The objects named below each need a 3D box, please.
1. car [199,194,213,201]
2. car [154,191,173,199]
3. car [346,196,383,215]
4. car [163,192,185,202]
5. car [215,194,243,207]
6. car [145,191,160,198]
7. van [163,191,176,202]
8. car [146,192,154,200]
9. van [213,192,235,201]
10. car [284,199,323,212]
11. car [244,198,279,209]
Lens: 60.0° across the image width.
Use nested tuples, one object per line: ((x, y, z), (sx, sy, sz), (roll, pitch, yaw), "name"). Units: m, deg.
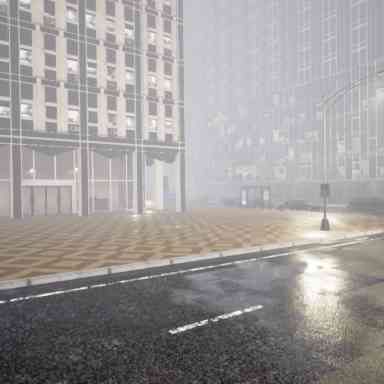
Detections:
((2.958, 1.041, 64.413), (1.802, 1.307, 4.206), (-1, 1, -34), "car")
((-6.699, 0.613, 78.462), (2.192, 1.841, 5.009), (0, 1, -34), "car")
((17.730, 1.220, 32.675), (2.097, 1.767, 4.553), (-1, 1, -34), "car")
((-3.442, 0.887, 63.662), (2.097, 1.767, 4.553), (-1, 1, -34), "car")
((5.662, 1.318, 45.587), (1.947, 1.339, 4.313), (-1, 1, -34), "car")
((-9.918, 0.684, 83.148), (1.967, 1.590, 4.097), (0, 1, -34), "car")
((-3.949, 0.936, 59.666), (1.690, 1.788, 3.998), (0, 1, -34), "van")
((-10.387, 1.038, 69.036), (2.008, 1.369, 4.403), (0, 1, -34), "car")
((6.176, 0.853, 59.725), (1.690, 1.788, 3.998), (-1, 1, -34), "van")
((12.038, 1.422, 36.174), (1.947, 1.339, 4.313), (-1, 1, -34), "car")
((8.833, 1.386, 40.870), (1.802, 1.307, 4.206), (-1, 1, -34), "car")
